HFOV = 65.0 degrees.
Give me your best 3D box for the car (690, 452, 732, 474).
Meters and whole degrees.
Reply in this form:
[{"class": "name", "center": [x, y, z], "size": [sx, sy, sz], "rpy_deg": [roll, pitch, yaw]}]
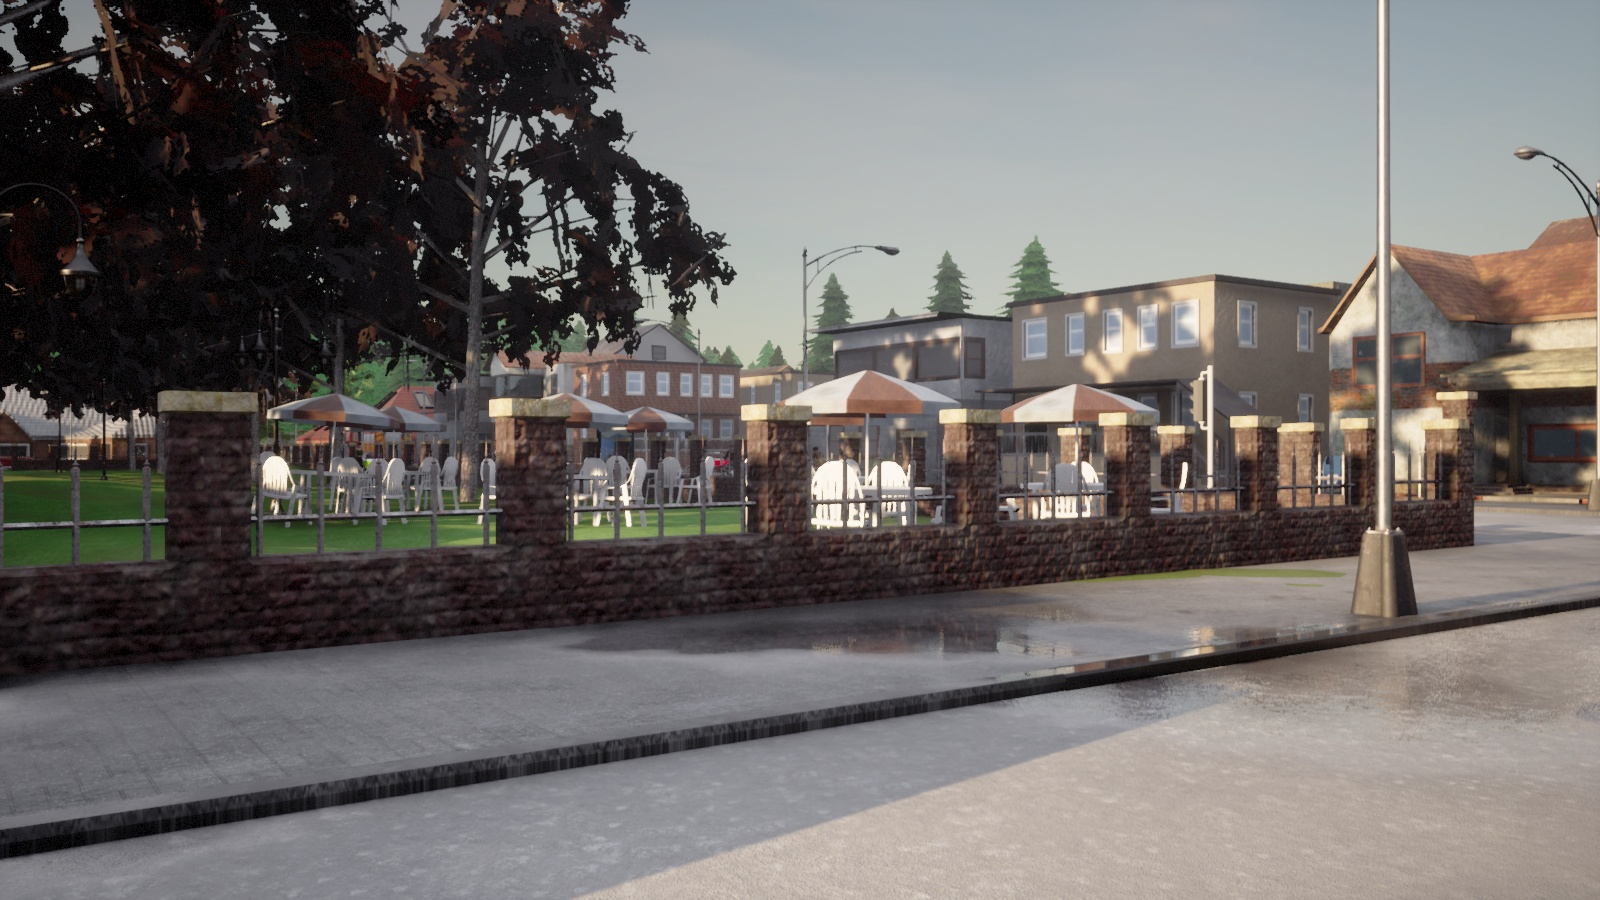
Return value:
[{"class": "car", "center": [-5.672, 0.840, 80.290], "size": [2.207, 1.376, 1.481], "rpy_deg": [0, 0, -35]}]
